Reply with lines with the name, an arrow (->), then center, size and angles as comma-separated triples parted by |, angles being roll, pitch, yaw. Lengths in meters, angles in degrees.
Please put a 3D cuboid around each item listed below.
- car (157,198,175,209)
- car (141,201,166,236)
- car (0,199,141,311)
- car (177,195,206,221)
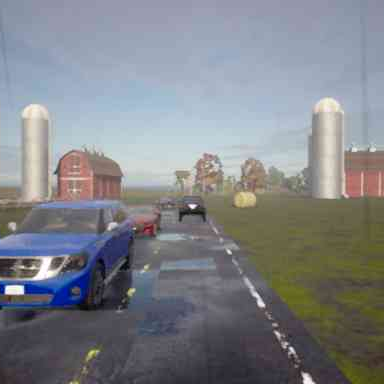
car -> -3.709, 1.548, 44.309 | 1.837, 1.490, 4.892 | 0, 0, -21
car -> -2.783, 1.487, 18.551 | 1.882, 1.535, 5.008 | 0, 0, 1
car -> -2.834, 1.223, 8.109 | 2.150, 2.045, 5.566 | 0, 0, 0
car -> -0.068, 1.242, 27.629 | 2.150, 2.045, 5.566 | 0, 0, -3
